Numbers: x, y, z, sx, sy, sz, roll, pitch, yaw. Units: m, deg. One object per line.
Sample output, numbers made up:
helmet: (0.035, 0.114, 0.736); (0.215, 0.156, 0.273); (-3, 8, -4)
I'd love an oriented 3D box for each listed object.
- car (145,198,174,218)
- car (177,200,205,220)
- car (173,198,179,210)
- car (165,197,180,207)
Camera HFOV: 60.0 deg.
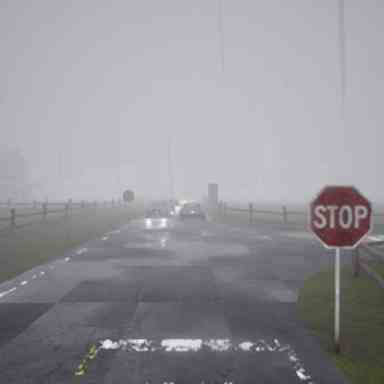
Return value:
car: (-2.918, 1.529, 29.486); (1.994, 1.385, 4.181); (0, 0, 0)
car: (0.030, 1.531, 27.617); (1.994, 1.385, 4.181); (0, 0, 0)
car: (-2.946, 1.494, 39.766); (2.033, 1.411, 5.357); (0, 0, -1)
car: (-2.960, 1.523, 51.374); (1.895, 1.301, 4.718); (0, 0, 0)
